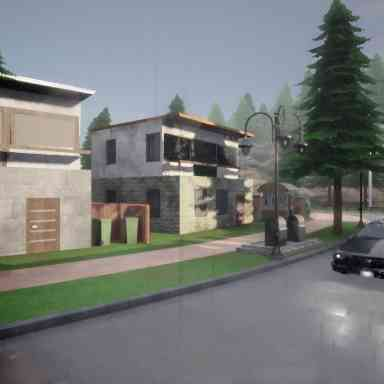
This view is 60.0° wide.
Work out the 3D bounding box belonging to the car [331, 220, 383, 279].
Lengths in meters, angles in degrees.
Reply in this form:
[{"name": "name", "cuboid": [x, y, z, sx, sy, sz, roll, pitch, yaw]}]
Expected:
[{"name": "car", "cuboid": [5.950, 1.547, 9.795, 2.033, 1.411, 5.357, 0, 0, 43]}]
